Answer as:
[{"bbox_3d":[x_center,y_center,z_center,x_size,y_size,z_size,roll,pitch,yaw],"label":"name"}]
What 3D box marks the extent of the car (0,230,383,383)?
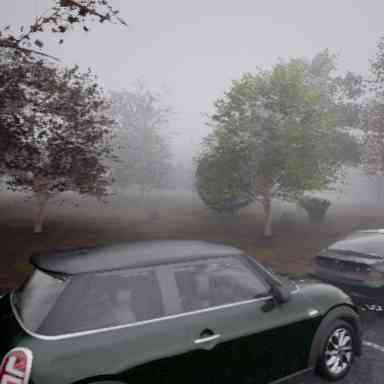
[{"bbox_3d":[0.046,1.384,4.092,4.553,1.767,2.185,1,-1,-33],"label":"car"}]
